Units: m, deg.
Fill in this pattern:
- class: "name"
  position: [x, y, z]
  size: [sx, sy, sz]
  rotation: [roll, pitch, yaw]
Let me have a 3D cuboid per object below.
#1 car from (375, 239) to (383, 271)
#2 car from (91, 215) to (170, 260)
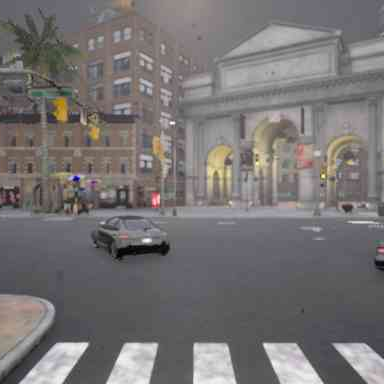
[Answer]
- class: "car"
  position: [6.982, 1.567, 10.054]
  size: [2.033, 1.411, 5.357]
  rotation: [0, 0, 40]
- class: "car"
  position: [-2.486, 1.589, 12.836]
  size: [1.994, 1.385, 4.181]
  rotation: [0, 0, -29]
